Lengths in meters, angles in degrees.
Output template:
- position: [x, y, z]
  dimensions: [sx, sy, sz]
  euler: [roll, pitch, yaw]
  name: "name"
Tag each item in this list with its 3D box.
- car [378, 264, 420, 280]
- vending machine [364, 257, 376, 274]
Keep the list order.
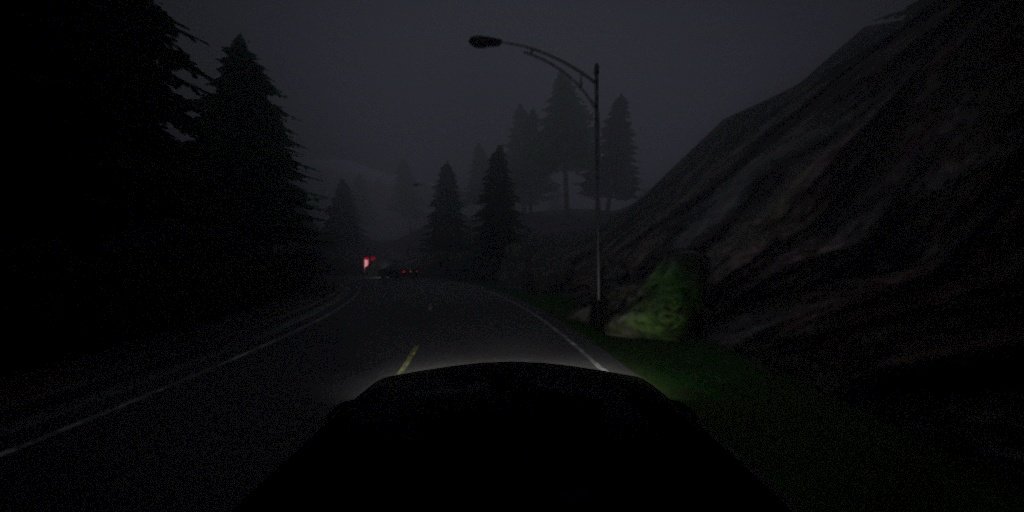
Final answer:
- position: [-10.477, 1.404, 32.936]
  dimensions: [2.033, 1.411, 5.357]
  euler: [0, 0, -43]
  name: "car"
- position: [-16.454, 1.108, 41.657]
  dimensions: [0.880, 2.100, 1.100]
  euler: [0, 0, 27]
  name: "vending machine"
